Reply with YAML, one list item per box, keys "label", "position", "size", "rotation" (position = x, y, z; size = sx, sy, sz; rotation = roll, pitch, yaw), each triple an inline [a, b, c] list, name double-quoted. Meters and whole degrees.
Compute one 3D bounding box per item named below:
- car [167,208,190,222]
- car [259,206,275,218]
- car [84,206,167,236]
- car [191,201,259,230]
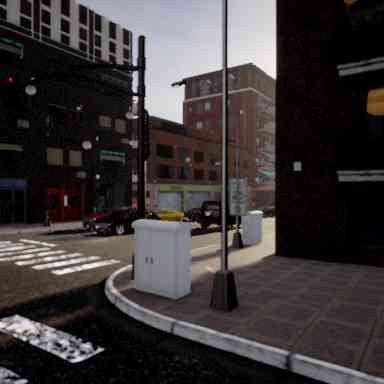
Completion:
- label: "car"
  position: [-2.533, 1.937, 27.654]
  size: [1.752, 1.417, 4.829]
  rotation: [-1, -2, 35]
- label: "car"
  position: [8.965, 2.330, 39.559]
  size: [1.895, 1.301, 4.718]
  rotation: [0, -1, 35]
- label: "car"
  position: [-4.034, 1.805, 20.949]
  size: [1.837, 1.490, 4.892]
  rotation: [0, -1, 35]
- label: "car"
  position: [2.634, 1.667, 24.958]
  size: [2.150, 2.045, 5.566]
  rotation: [0, -1, 35]
